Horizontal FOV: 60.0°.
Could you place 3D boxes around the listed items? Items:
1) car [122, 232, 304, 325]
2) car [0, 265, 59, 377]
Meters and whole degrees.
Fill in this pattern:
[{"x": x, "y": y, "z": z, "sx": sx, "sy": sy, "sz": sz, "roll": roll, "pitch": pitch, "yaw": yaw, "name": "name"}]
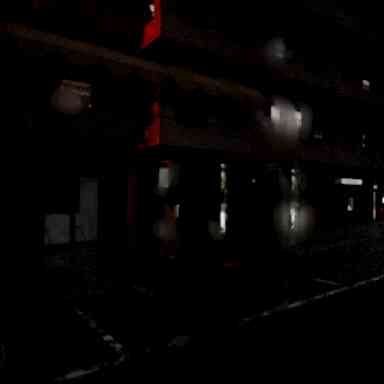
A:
[{"x": 0.640, "y": 1.553, "z": 6.996, "sx": 4.206, "sy": 1.307, "sz": 1.802, "roll": 0, "pitch": 1, "yaw": -35, "name": "car"}, {"x": -3.877, "y": 1.558, "z": 3.778, "sx": 4.403, "sy": 1.369, "sz": 2.008, "roll": 0, "pitch": 1, "yaw": -35, "name": "car"}]
